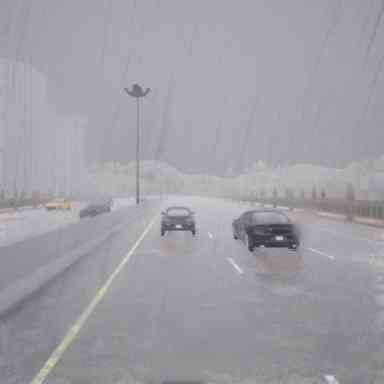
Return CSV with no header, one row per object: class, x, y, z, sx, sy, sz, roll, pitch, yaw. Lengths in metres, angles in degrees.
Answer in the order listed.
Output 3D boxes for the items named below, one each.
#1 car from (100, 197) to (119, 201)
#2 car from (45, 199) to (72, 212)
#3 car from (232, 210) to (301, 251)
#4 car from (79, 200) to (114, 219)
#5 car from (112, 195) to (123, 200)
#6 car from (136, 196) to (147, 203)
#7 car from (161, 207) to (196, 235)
car,-13.169,1.598,50.975,2.128,1.511,4.902,0,0,-3
car,-16.131,1.586,40.314,1.882,1.535,5.008,0,0,-3
car,2.952,1.479,14.142,1.882,1.535,5.008,0,0,-3
car,-8.562,1.666,29.582,1.895,1.301,4.718,0,0,-3
car,-18.220,1.324,81.122,1.994,1.385,4.181,0,0,-3
car,-10.676,1.622,71.125,1.812,1.442,4.674,0,0,-3
car,-0.790,1.548,18.862,1.812,1.442,4.674,0,0,-3
